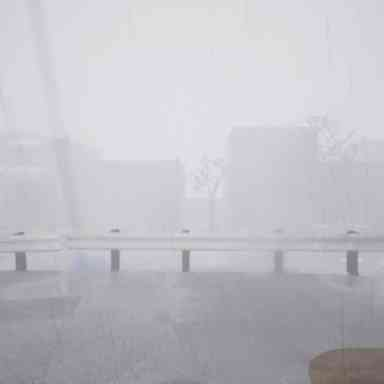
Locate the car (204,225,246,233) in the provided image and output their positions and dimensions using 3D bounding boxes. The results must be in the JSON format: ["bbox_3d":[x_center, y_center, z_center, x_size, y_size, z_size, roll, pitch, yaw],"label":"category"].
[{"bbox_3d":[2.743,3.986,30.961,2.185,1.767,4.553,0,0,-18],"label":"car"}]

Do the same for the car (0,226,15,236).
[{"bbox_3d":[-17.959,4.099,31.568,2.097,1.535,5.008,0,1,-18],"label":"car"}]

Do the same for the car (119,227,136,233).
[{"bbox_3d":[-6.105,4.136,31.182,2.163,1.488,4.792,0,1,-18],"label":"car"}]

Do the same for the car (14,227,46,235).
[{"bbox_3d":[-15.059,4.096,31.652,1.946,1.575,5.366,0,1,-18],"label":"car"}]

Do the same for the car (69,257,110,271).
[{"bbox_3d":[-4.354,4.251,14.167,2.435,2.045,5.566,0,2,-18],"label":"car"}]

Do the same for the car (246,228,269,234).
[{"bbox_3d":[5.716,4.114,30.842,2.231,1.521,4.892,0,1,-18],"label":"car"}]

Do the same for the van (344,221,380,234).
[{"bbox_3d":[14.542,3.889,30.677,1.878,1.987,4.442,0,1,-18],"label":"van"}]

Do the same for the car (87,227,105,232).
[{"bbox_3d":[-9.144,4.100,31.469,1.946,1.575,5.366,0,1,-18],"label":"car"}]

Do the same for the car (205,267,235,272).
[{"bbox_3d":[1.670,4.378,14.042,2.185,1.767,4.553,0,2,-18],"label":"car"}]

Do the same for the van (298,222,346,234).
[{"bbox_3d":[11.584,3.888,30.769,1.878,1.987,4.442,0,1,-18],"label":"van"}]

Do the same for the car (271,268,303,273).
[{"bbox_3d":[4.698,4.379,13.957,2.185,1.767,4.553,0,2,-18],"label":"car"}]

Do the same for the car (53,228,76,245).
[{"bbox_3d":[-12.032,4.103,31.388,2.097,1.535,5.008,0,1,-18],"label":"car"}]

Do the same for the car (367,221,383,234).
[{"bbox_3d":[17.554,3.866,30.452,2.435,2.045,5.566,0,0,-18],"label":"car"}]
